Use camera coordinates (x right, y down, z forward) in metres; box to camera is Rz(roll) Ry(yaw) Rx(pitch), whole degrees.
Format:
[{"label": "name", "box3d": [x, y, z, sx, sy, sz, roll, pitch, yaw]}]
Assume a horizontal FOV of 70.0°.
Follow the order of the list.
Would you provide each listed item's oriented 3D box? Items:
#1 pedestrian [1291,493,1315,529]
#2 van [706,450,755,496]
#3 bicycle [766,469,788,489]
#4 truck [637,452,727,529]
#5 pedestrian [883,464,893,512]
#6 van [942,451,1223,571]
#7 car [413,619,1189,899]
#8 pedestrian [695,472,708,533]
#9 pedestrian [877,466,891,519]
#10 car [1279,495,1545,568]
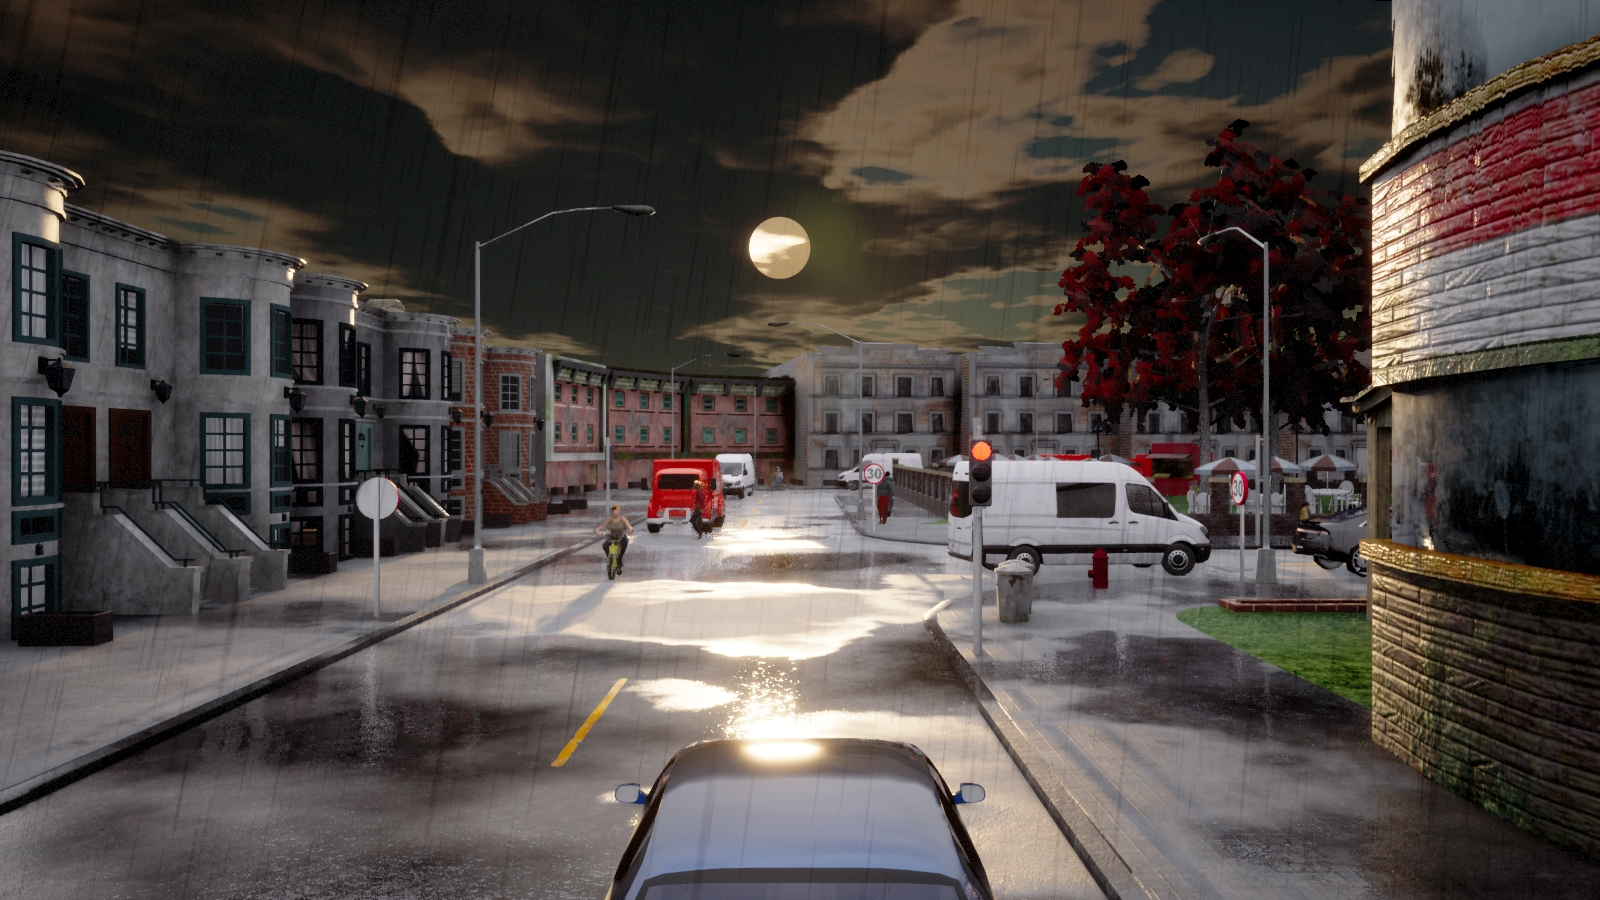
[{"label": "pedestrian", "box3d": [15.536, 1.882, 35.294, 0.500, 1.100, 0.500, 0, 0, -1]}, {"label": "van", "box3d": [-4.011, 1.290, 66.856, 1.988, 2.561, 5.915, 0, 0, 5]}, {"label": "bicycle", "box3d": [-1.508, 1.910, 75.247, 0.373, 1.296, 1.643, 0, 1, 42]}, {"label": "truck", "box3d": [-4.014, 1.330, 39.956, 2.627, 2.467, 5.204, 0, 0, 0]}, {"label": "pedestrian", "box3d": [3.478, 1.500, 45.092, 0.375, 1.860, 0.375, 0, 0, 10]}, {"label": "van", "box3d": [6.389, 1.304, 26.031, 5.915, 2.561, 1.988, 0, 0, -11]}, {"label": "car", "box3d": [-0.001, 1.884, 5.268, 2.033, 1.411, 5.357, 0, 0, 0]}, {"label": "pedestrian", "box3d": [-3.011, 1.615, 35.029, 0.375, 1.860, 0.375, 0, 0, 1]}, {"label": "pedestrian", "box3d": [2.981, 1.500, 40.558, 0.375, 1.860, 0.375, 0, 0, 21]}, {"label": "car", "box3d": [13.778, 1.817, 25.951, 4.902, 1.511, 2.128, 0, 0, -1]}]
